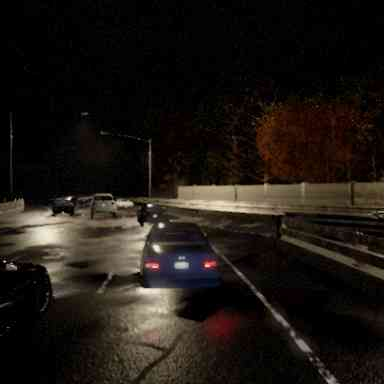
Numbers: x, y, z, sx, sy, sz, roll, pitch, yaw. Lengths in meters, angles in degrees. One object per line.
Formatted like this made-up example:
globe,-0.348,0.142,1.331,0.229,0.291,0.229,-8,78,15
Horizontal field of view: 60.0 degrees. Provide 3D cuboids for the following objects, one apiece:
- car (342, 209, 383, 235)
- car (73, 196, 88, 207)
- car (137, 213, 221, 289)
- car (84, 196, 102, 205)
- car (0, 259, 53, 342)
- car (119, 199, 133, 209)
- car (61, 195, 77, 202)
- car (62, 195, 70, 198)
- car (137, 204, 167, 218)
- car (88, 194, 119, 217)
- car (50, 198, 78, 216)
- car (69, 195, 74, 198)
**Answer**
car,8.635,1.482,14.596,2.128,1.511,4.902,0,0,-41
car,-15.749,1.461,49.180,2.128,1.511,4.902,0,0,-27
car,-0.456,1.541,9.274,2.033,1.411,5.357,0,0,-6
car,-17.844,1.441,59.729,1.882,1.535,5.008,0,0,-32
car,-3.642,1.561,4.758,1.994,1.385,4.181,0,0,-2
car,-9.117,1.573,43.400,1.895,1.301,4.718,0,0,-24
car,-26.646,1.335,71.999,1.812,1.442,4.674,0,0,-42
car,-19.937,1.534,49.613,1.994,1.385,4.181,0,0,-28
car,-2.840,1.549,23.676,1.994,1.385,4.181,0,0,-12
car,-8.516,1.203,31.567,2.150,2.045,5.566,0,0,-17
car,-12.512,1.581,32.605,1.895,1.301,4.718,0,0,-18
car,-23.184,1.481,67.626,2.128,1.511,4.902,0,0,-39
